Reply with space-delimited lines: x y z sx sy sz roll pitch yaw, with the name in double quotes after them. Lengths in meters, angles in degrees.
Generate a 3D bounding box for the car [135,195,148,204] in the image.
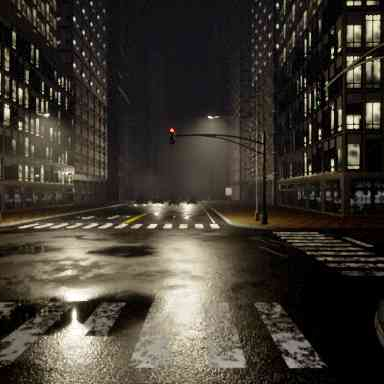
-9.724 1.468 64.302 2.097 1.767 4.553 0 0 0 "car"

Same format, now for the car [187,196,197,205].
0.024 1.648 60.100 2.033 1.411 5.357 0 0 0 "car"

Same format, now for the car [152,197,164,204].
-6.474 1.680 64.271 1.994 1.385 4.181 0 0 0 "car"

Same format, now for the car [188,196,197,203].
0.029 1.583 70.548 1.895 1.301 4.718 0 0 0 "car"

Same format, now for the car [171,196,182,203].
-3.222 1.522 70.103 1.994 1.385 4.181 0 0 0 "car"

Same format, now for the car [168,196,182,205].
-3.226 1.647 59.684 2.033 1.411 5.357 0 0 0 "car"
